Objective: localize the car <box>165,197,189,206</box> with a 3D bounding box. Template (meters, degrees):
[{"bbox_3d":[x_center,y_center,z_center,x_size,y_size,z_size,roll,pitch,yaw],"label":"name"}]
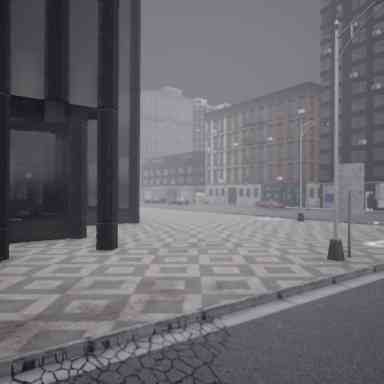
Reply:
[{"bbox_3d":[-2.228,1.615,56.863,1.812,1.442,4.674,1,0,-36],"label":"car"}]

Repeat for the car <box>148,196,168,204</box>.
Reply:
[{"bbox_3d":[-7.151,1.613,69.449,1.882,1.535,5.008,1,0,-36],"label":"car"}]

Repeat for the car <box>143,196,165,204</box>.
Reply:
[{"bbox_3d":[-7.667,1.704,64.410,1.895,1.301,4.718,1,0,-36],"label":"car"}]

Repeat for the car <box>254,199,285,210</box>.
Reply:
[{"bbox_3d":[10.425,1.652,44.865,1.994,1.385,4.181,1,0,-36],"label":"car"}]
